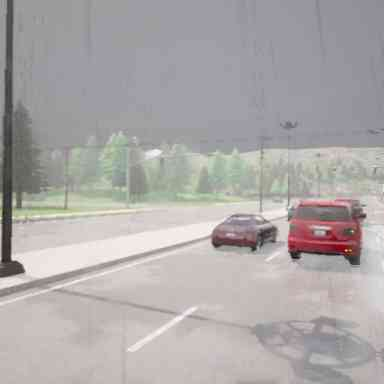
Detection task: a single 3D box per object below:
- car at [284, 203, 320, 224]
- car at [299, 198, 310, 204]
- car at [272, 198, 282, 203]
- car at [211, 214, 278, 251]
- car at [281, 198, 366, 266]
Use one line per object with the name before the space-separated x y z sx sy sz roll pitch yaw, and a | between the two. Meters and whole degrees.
car | 9.384 1.734 28.172 2.128 1.511 4.902 0 0 27
car | 29.043 2.266 85.729 2.128 1.511 4.902 0 0 28
car | 22.843 2.224 88.978 1.812 1.442 4.674 0 0 28
car | 2.470 1.667 14.860 1.994 1.385 4.181 0 0 28
car | 5.112 1.339 12.379 2.150 2.045 5.566 0 0 28
